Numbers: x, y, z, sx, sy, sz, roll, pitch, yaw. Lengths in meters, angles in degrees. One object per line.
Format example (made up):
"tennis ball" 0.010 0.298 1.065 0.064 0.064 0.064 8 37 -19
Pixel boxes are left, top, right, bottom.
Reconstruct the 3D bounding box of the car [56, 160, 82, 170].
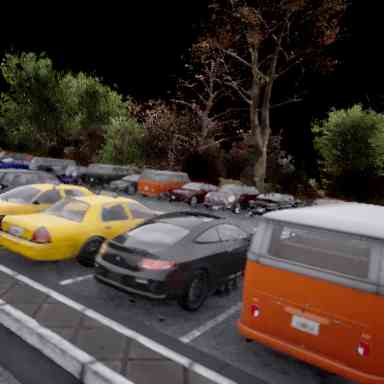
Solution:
"car" -8.854 -1.438 28.648 2.185 1.767 4.553 8 5 35

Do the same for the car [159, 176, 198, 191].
"car" 0.330 0.056 22.245 2.097 1.535 5.008 8 5 35

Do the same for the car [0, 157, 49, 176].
"car" -18.031 -2.716 35.126 2.097 1.535 5.008 10 6 35

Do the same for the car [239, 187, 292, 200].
"car" 4.912 0.740 19.016 2.097 1.535 5.008 8 5 35

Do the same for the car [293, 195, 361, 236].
"car" 7.212 1.082 17.414 2.097 1.535 5.008 8 5 35

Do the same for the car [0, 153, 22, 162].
"car" -11.289 -0.855 15.073 2.435 2.045 5.566 8 5 35

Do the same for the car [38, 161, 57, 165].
"car" -11.025 -1.611 30.250 2.163 1.488 4.792 8 5 35

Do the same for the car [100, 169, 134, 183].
"car" -4.156 -0.613 25.396 2.231 1.521 4.892 8 5 35

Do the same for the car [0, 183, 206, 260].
"car" -2.040 0.762 8.773 1.946 1.575 5.366 8 5 35

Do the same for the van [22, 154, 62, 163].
"van" -13.382 -2.207 31.721 1.878 1.987 4.442 8 5 35

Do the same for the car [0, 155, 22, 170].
"car" -22.635 -3.468 38.329 2.163 1.488 4.792 10 6 35

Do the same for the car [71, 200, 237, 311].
"car" 0.144 1.147 7.011 2.002 1.452 4.674 8 5 35

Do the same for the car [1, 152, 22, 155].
"car" -20.314 -3.355 36.701 2.435 2.045 5.566 10 6 35

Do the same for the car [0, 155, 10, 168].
"car" -24.924 -3.860 39.936 2.163 1.488 4.792 10 6 35

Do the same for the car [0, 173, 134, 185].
"car" -4.549 0.419 10.081 1.946 1.575 5.366 8 5 35

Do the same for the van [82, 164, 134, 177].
"van" -6.364 -1.180 27.082 1.878 1.987 4.442 8 5 35

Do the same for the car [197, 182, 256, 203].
"car" 2.651 0.273 20.647 2.185 1.767 4.553 8 5 35

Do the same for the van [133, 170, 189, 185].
"van" -1.776 -0.495 23.857 1.878 1.987 4.442 9 5 35

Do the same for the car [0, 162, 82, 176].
"car" -6.708 -0.045 11.861 2.185 1.767 4.553 8 5 35

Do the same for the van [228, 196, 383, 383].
"van" 2.535 1.226 5.479 1.878 1.987 4.442 8 5 35
